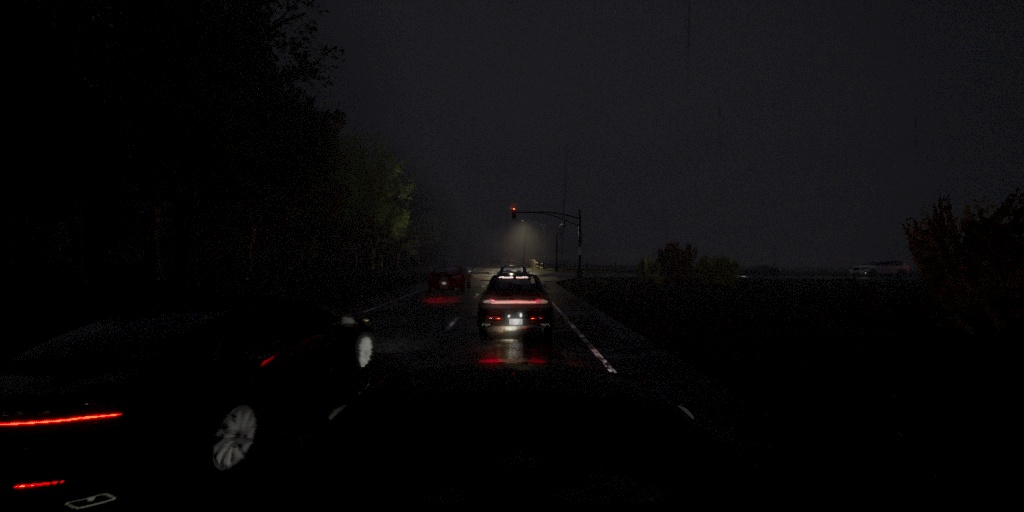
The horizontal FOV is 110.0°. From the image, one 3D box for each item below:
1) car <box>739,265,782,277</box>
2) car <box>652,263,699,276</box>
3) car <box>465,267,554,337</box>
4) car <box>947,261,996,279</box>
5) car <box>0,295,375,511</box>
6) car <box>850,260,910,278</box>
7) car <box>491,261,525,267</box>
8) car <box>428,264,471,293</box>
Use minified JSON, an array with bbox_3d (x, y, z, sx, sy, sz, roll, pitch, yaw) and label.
[{"bbox_3d":[29.266,1.691,42.319,4.181,1.385,1.994,1,-1,0],"label":"car"},{"bbox_3d":[19.319,1.566,42.346,5.357,1.411,2.033,1,-1,0],"label":"car"},{"bbox_3d":[0.083,1.244,10.355,2.128,1.511,4.902,0,0,0],"label":"car"},{"bbox_3d":[50.192,1.517,38.672,5.566,2.045,2.150,1,-1,1],"label":"car"},{"bbox_3d":[-3.402,1.255,4.631,1.837,1.490,4.892,0,0,0],"label":"car"},{"bbox_3d":[43.313,1.496,42.283,5.566,2.045,2.150,0,-1,0],"label":"car"},{"bbox_3d":[0.063,1.246,19.753,2.128,1.511,4.902,0,0,0],"label":"car"},{"bbox_3d":[-3.441,1.232,20.600,1.882,1.535,5.008,0,0,0],"label":"car"}]
